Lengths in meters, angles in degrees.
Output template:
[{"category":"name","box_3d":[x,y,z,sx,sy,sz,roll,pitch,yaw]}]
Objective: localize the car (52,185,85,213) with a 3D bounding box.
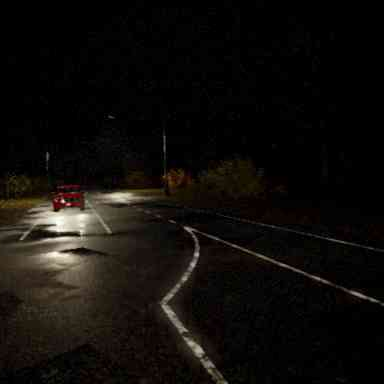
[{"category":"car","box_3d":[-9.875,0.484,26.713,2.150,2.045,5.566,-2,2,-20]}]

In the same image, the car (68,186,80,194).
[{"category":"car","box_3d":[-23.351,-0.407,65.841,1.882,1.535,5.008,-2,2,-15]}]
